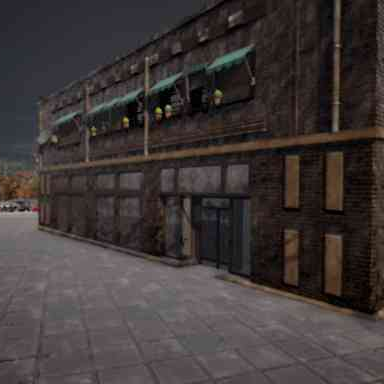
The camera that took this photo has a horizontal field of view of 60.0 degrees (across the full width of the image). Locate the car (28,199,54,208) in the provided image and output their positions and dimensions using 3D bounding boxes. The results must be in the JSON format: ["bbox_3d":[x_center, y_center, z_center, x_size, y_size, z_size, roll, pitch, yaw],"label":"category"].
[{"bbox_3d":[-31.805,2.412,70.115,4.553,1.767,2.185,1,-1,19],"label":"car"}]

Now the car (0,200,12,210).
[{"bbox_3d":[-35.194,2.278,59.481,5.366,1.575,1.946,1,-1,19],"label":"car"}]

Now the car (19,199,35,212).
[{"bbox_3d":[-25.594,2.202,47.572,4.792,1.488,2.163,1,-2,19],"label":"car"}]

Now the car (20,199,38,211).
[{"bbox_3d":[-24.752,2.304,50.228,4.792,1.488,2.163,1,-2,19],"label":"car"}]

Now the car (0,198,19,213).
[{"bbox_3d":[-26.484,1.936,44.939,4.553,1.767,2.185,1,-2,19],"label":"car"}]

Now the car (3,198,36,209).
[{"bbox_3d":[-33.596,2.173,64.834,5.566,2.045,2.435,1,-1,19],"label":"car"}]
